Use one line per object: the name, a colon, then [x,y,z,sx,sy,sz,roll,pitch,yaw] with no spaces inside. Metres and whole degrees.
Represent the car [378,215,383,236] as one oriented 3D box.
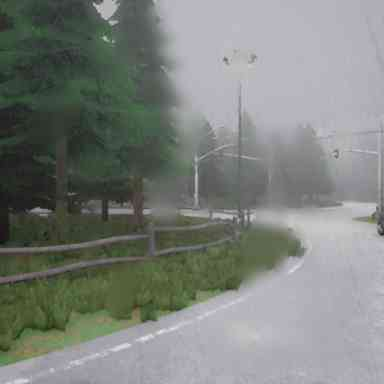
car: [10.250,1.351,15.377,2.097,1.767,4.553,0,0,15]
